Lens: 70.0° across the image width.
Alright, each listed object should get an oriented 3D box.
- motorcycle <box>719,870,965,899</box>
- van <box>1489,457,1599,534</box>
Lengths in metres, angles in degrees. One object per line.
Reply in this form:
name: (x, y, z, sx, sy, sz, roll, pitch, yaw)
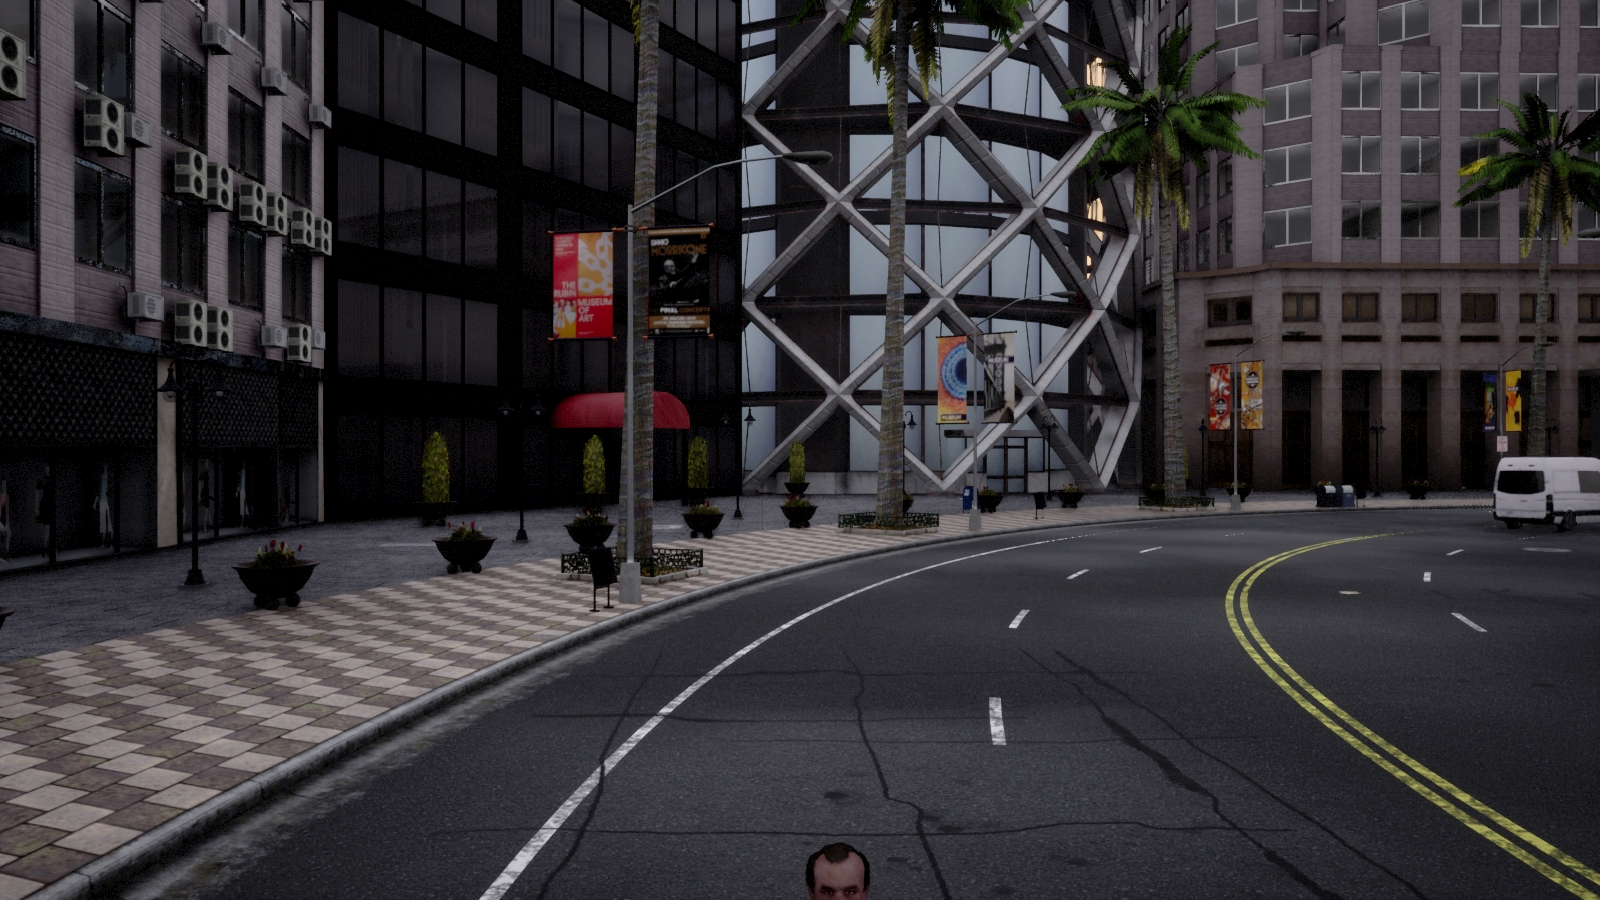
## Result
motorcycle: (0.124, 2.182, 3.338, 0.856, 1.236, 1.805, 0, 0, 2)
van: (27.177, 1.535, 40.529, 5.915, 2.561, 1.988, 0, 0, -29)
